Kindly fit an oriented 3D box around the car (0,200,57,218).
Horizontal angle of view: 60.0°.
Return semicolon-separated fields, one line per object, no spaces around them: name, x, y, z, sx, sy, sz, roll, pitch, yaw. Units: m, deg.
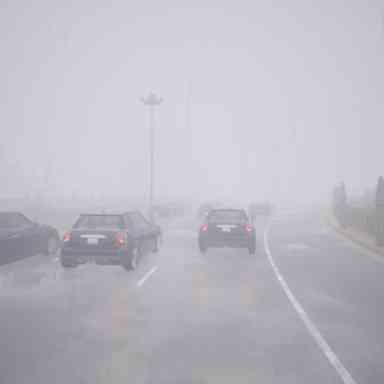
car;-15.694;1.549;31.961;2.033;1.411;5.357;0;0;18

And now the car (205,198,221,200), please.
car;1.942;1.515;28.754;1.837;1.490;4.892;0;0;19

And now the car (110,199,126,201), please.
car;-9.002;1.553;39.540;1.812;1.442;4.674;0;0;24

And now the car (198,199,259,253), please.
car;1.578;1.355;13.894;2.097;1.767;4.553;0;0;10

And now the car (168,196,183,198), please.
car;-2.502;1.393;45.001;2.097;1.767;4.553;0;0;28

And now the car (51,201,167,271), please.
car;-2.418;1.345;11.099;2.097;1.767;4.553;0;0;7

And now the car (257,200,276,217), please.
car;6.681;1.489;31.330;1.882;1.535;5.008;0;0;22

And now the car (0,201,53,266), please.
car;-6.036;1.335;10.299;2.097;1.767;4.553;0;0;7

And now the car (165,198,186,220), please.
car;-2.025;1.512;27.966;1.837;1.490;4.892;0;0;18
